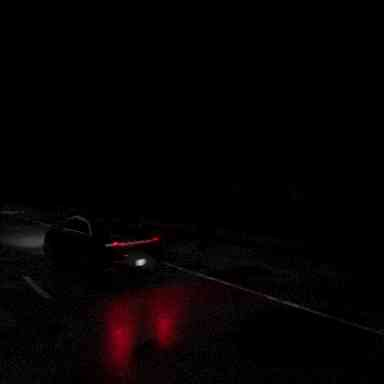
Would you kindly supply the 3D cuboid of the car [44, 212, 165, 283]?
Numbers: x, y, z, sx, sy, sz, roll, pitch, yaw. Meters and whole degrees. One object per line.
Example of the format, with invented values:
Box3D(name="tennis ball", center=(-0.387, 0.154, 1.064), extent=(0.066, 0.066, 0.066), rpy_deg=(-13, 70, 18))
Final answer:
Box3D(name="car", center=(-2.666, 1.325, 9.350), extent=(2.128, 1.511, 4.902), rpy_deg=(-1, 1, -39))
